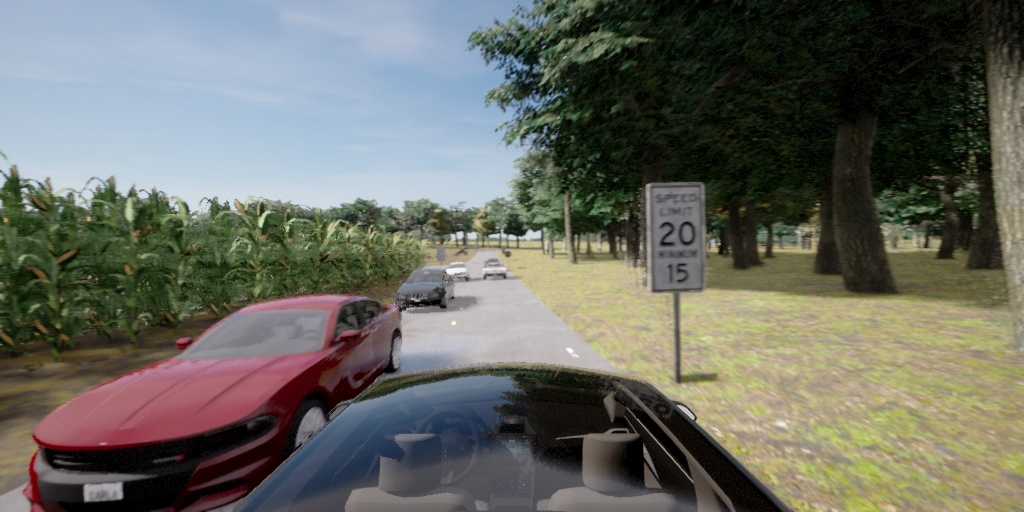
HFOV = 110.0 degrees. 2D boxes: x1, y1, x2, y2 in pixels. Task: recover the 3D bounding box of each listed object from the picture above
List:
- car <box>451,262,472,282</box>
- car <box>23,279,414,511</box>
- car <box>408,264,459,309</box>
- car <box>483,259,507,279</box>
[{"bbox_3d":[-4.322,1.243,28.700,1.812,1.442,4.674,-2,0,-4],"label":"car"},{"bbox_3d":[-2.899,1.316,4.896,1.882,1.535,5.008,-2,0,-4],"label":"car"},{"bbox_3d":[-3.520,1.320,15.226,1.837,1.490,4.892,-2,1,-3],"label":"car"},{"bbox_3d":[-1.491,1.213,30.519,1.895,1.301,4.718,-2,1,-4],"label":"car"}]
